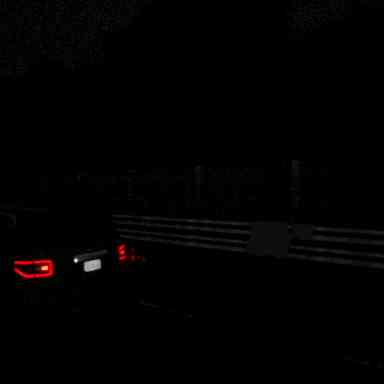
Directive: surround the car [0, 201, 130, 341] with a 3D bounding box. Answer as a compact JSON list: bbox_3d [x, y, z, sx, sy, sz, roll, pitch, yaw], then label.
[{"bbox_3d":[-3.698,1.204,6.617,5.566,2.045,2.150,0,0,35],"label":"car"}]
